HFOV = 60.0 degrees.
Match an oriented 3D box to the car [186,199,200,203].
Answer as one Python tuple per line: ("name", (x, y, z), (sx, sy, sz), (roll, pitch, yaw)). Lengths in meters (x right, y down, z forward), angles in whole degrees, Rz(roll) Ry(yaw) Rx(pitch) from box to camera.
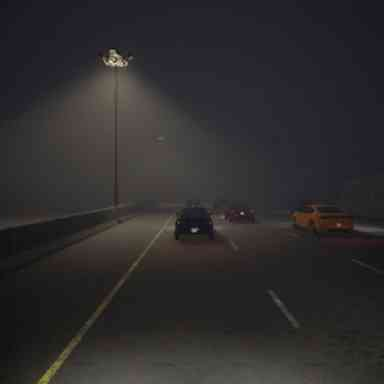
("car", (0.112, 1.472, 35.946), (2.033, 1.411, 5.357), (0, 0, 0))

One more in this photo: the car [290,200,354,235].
("car", (7.107, 1.438, 18.573), (1.882, 1.535, 5.008), (0, 0, 0))

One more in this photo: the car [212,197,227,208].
("car", (3.615, 1.405, 41.291), (2.128, 1.511, 4.902), (0, 0, 0))

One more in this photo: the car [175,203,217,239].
("car", (0.106, 1.490, 16.981), (1.812, 1.442, 4.674), (0, 0, 0))

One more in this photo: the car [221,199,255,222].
("car", (3.609, 1.509, 25.853), (1.994, 1.385, 4.181), (0, 0, 0))
